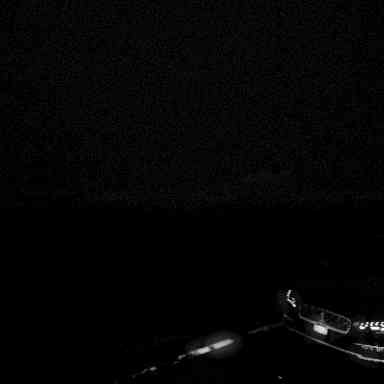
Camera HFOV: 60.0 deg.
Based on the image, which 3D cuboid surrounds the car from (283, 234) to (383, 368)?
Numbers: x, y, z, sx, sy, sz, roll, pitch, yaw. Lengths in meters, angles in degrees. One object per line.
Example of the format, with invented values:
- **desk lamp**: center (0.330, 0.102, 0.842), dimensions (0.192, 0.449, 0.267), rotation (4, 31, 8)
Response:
- **car**: center (3.620, 1.554, 5.798), dimensions (4.892, 1.490, 1.837), rotation (0, 0, -37)
